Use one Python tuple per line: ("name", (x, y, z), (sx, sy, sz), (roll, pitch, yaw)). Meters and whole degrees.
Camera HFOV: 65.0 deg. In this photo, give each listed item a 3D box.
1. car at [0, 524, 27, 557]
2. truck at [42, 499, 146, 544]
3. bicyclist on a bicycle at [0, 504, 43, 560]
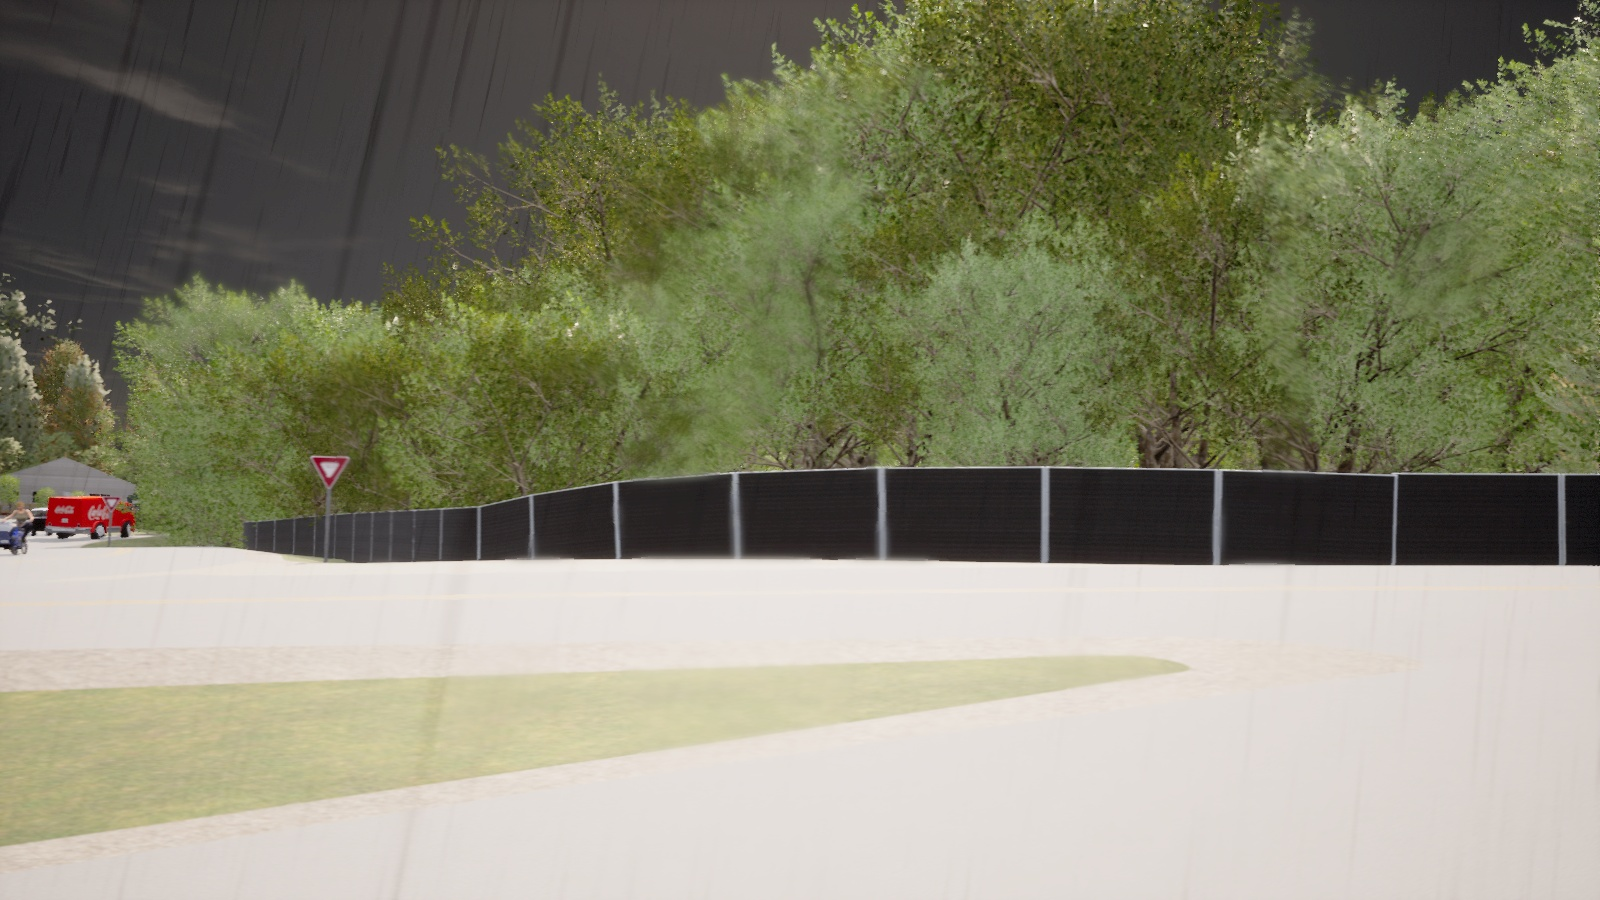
("car", (-39.401, 4.408, 61.459), (1.812, 1.442, 4.674), (3, -3, -42))
("truck", (-41.496, 4.159, 74.011), (2.627, 2.467, 5.204), (1, -2, 8))
("bicyclist on a bicycle", (-23.220, 2.421, 37.337), (0.866, 1.612, 1.509), (0, -3, -17))
